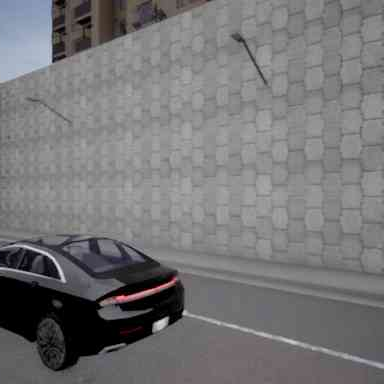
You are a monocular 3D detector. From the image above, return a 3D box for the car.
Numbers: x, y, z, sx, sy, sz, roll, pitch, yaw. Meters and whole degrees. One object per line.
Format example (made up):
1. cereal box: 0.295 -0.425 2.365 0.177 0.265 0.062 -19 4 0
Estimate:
1. car: -2.375 1.490 5.687 4.902 1.511 2.128 0 0 36
